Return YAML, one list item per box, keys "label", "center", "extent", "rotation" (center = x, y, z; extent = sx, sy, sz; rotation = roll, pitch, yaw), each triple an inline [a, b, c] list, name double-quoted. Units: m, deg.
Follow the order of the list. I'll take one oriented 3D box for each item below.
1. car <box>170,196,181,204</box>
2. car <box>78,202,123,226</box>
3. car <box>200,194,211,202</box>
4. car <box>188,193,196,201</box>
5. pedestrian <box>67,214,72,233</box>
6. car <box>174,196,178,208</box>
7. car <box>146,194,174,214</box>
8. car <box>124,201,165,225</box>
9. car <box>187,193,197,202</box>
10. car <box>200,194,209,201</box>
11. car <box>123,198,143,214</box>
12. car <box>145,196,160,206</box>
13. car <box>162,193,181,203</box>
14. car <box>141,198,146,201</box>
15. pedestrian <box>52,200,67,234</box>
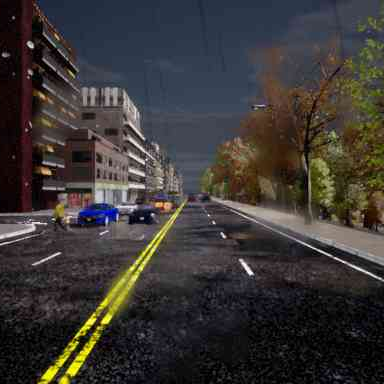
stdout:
- label: "car"
  center: [-3.295, 1.522, 66.991]
  extent: [1.837, 1.490, 4.892]
  rotation: [0, 0, 0]
- label: "car"
  center: [-6.621, 1.532, 23.900]
  extent: [1.882, 1.535, 5.008]
  rotation: [0, 0, 0]
- label: "car"
  center: [3.224, 1.513, 74.129]
  extent: [1.837, 1.490, 4.892]
  rotation: [0, 0, 0]
- label: "car"
  center: [-0.030, 1.164, 84.574]
  extent: [2.150, 2.045, 5.566]
  rotation: [0, 0, 0]
- label: "pedestrian"
  center: [-6.901, 1.675, 18.396]
  extent: [0.500, 1.100, 0.500]
  rotation: [0, 0, 0]
- label: "car"
  center: [-3.362, 1.571, 45.232]
  extent: [1.994, 1.385, 4.181]
  rotation: [0, 0, 1]
- label: "car"
  center: [-3.371, 1.384, 36.001]
  extent: [2.097, 1.767, 4.553]
  rotation: [0, 0, 0]
- label: "car"
  center: [-3.366, 1.607, 24.378]
  extent: [1.994, 1.385, 4.181]
  rotation: [0, 0, 0]
- label: "car"
  center: [-0.026, 1.491, 74.127]
  extent: [1.882, 1.535, 5.008]
  rotation: [0, 0, 0]
- label: "car"
  center: [3.220, 1.294, 84.515]
  extent: [2.097, 1.767, 4.553]
  rotation: [0, 0, 0]
- label: "car"
  center: [-6.613, 1.657, 34.164]
  extent: [1.895, 1.301, 4.718]
  rotation: [0, 1, 0]
- label: "car"
  center: [-6.606, 1.489, 55.613]
  extent: [1.882, 1.535, 5.008]
  rotation: [0, 0, 0]
- label: "car"
  center: [-3.358, 1.363, 54.010]
  extent: [2.097, 1.767, 4.553]
  rotation: [0, 0, 0]
- label: "car"
  center: [-6.615, 1.509, 43.539]
  extent: [1.837, 1.490, 4.892]
  rotation: [0, 0, 0]
- label: "pedestrian"
  center: [-7.076, 1.295, 17.795]
  extent: [0.375, 1.860, 0.375]
  rotation: [0, 0, 0]
